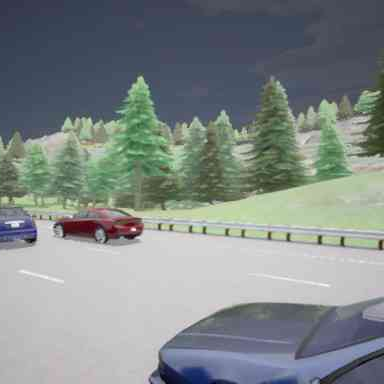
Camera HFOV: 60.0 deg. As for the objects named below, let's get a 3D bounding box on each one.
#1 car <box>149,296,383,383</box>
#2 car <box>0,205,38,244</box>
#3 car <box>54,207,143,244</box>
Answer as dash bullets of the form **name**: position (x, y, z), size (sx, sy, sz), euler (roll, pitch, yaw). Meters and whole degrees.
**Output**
- **car**: position (2.196, 1.547, 2.426), size (5.357, 1.411, 2.033), euler (0, 0, 35)
- **car**: position (-8.816, 1.351, 14.579), size (4.553, 1.767, 2.097), euler (0, 0, 35)
- **car**: position (-4.545, 1.477, 15.831), size (5.008, 1.535, 1.882), euler (0, 0, 36)
